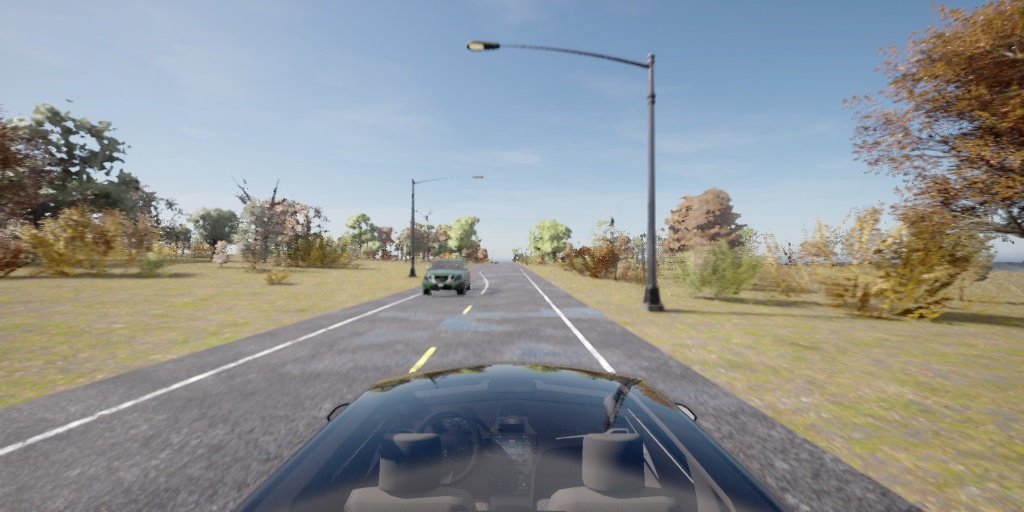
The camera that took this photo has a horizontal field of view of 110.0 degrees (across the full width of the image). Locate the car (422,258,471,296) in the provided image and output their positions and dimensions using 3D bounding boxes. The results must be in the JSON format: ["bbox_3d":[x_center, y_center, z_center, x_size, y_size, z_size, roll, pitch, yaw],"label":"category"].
[{"bbox_3d":[-3.650,1.146,20.975,2.150,2.045,5.566,0,0,-1],"label":"car"}]
